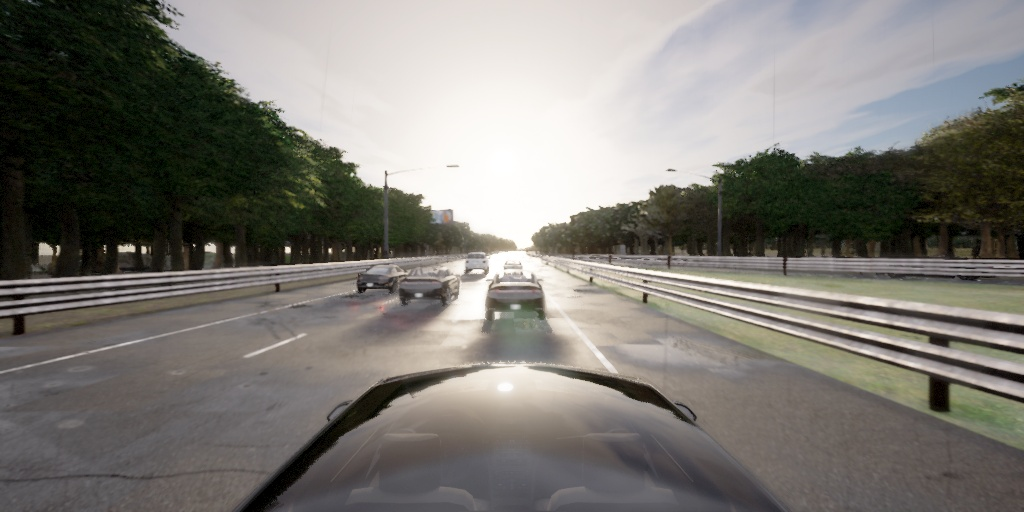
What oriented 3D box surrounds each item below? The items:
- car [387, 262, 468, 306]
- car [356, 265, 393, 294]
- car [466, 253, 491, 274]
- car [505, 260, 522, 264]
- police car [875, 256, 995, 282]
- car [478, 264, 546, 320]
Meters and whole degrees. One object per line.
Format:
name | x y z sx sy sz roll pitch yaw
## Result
car | -3.395 1.196 15.488 2.128 1.511 4.902 0 0 0
car | -6.892 1.196 19.680 1.812 1.442 4.674 0 1 0
car | -3.387 0.672 36.052 2.150 2.045 5.566 0 1 0
car | 0.114 1.063 35.308 1.895 1.301 4.718 0 1 0
police car | 27.032 0.776 23.101 2.038 1.542 4.974 1 0 -33
car | 0.105 1.214 12.562 2.128 1.511 4.902 0 0 0
